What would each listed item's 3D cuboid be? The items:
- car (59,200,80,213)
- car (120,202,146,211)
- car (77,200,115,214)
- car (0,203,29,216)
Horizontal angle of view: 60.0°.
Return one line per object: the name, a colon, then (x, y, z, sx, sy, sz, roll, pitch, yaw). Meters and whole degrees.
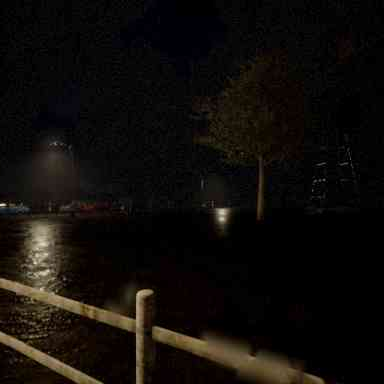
car: (-15.169, 1.904, 44.032, 2.097, 1.767, 4.553, -2, -2, 36)
car: (-9.232, 2.251, 52.274, 1.812, 1.442, 4.674, -2, -2, 36)
car: (-11.850, 2.022, 42.306, 1.994, 1.385, 4.181, -2, -2, 36)
car: (-20.707, 1.943, 36.325, 2.033, 1.411, 5.357, -2, -2, 35)
